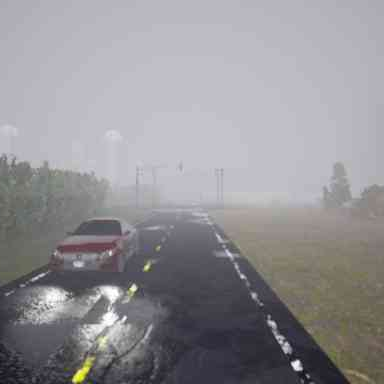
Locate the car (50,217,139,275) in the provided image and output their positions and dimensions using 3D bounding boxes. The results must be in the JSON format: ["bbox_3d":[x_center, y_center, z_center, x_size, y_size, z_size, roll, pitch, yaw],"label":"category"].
[{"bbox_3d":[-2.850,1.572,10.700,1.812,1.442,4.674,0,0,0],"label":"car"}]
